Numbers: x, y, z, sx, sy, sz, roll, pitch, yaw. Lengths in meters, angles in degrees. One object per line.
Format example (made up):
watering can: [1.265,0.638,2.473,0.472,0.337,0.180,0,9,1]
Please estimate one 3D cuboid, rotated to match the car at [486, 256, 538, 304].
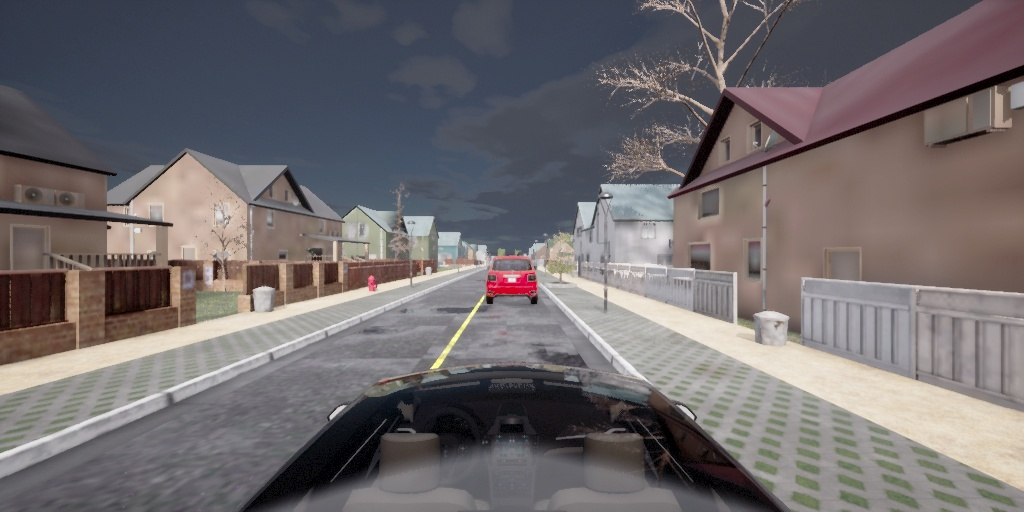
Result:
car: [0.000,1.025,16.532,2.150,2.045,5.566,0,0,0]
